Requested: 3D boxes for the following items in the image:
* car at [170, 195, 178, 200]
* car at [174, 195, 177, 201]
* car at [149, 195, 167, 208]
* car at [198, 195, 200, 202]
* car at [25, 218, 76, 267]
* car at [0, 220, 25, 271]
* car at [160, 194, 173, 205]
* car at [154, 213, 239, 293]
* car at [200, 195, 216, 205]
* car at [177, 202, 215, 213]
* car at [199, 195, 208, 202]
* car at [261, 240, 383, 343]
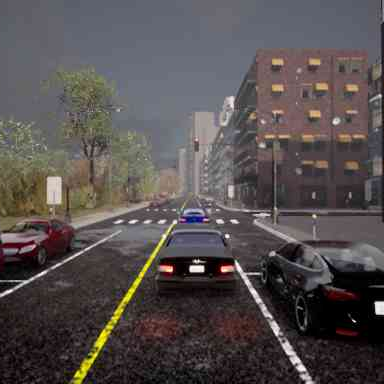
[{"bbox_3d":[-5.241,1.591,94.881,2.008,1.369,4.403,1,0,0],"label":"car"},{"bbox_3d":[-5.249,1.578,83.528,2.008,1.369,4.403,1,0,0],"label":"car"},{"bbox_3d":[-5.272,1.549,49.471,1.887,1.381,4.507,1,0,0],"label":"car"},{"bbox_3d":[2.620,1.596,67.319,1.802,1.307,4.206,1,0,0],"label":"car"},{"bbox_3d":[-5.299,1.580,11.357,1.802,1.307,4.206,1,0,0],"label":"car"},{"bbox_3d":[-5.301,1.314,5.702,2.192,1.841,5.009,1,0,0],"label":"car"},{"bbox_3d":[-5.262,1.325,60.824,2.192,1.841,5.009,1,0,0],"label":"car"},{"bbox_3d":[0.106,1.546,8.984,2.033,1.411,5.357,0,0,0],"label":"car"},{"bbox_3d":[2.609,1.555,50.270,2.008,1.369,4.403,1,0,0],"label":"car"},{"bbox_3d":[0.121,1.524,18.574,1.812,1.442,4.674,0,0,0],"label":"car"},{"bbox_3d":[2.629,1.463,78.686,1.967,1.590,4.097,1,0,0],"label":"car"},{"bbox_3d":[2.578,1.565,6.453,1.947,1.339,4.313,1,0,0],"label":"car"}]
